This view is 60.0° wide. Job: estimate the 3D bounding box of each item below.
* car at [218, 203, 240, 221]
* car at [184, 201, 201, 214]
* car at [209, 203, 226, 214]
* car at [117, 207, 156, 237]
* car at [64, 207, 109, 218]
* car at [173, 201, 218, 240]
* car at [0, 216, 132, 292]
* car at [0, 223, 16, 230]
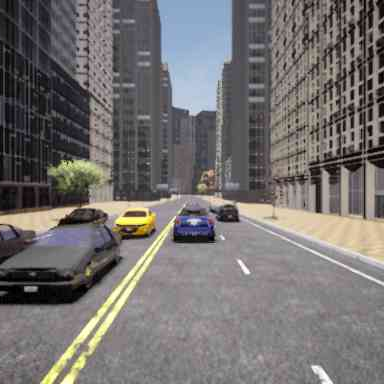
[{"bbox_3d":[3.250,1.851,30.756,1.837,1.490,4.892,0,0,0],"label":"car"},{"bbox_3d":[0.086,1.971,43.284,2.128,1.511,4.902,0,-1,0],"label":"car"},{"bbox_3d":[3.278,2.085,43.643,1.895,1.301,4.718,0,-1,1],"label":"car"},{"bbox_3d":[-3.252,1.701,19.774,1.882,1.535,5.008,0,-1,0],"label":"car"},{"bbox_3d":[-6.502,1.707,20.407,1.882,1.535,5.008,0,-1,0],"label":"car"},{"bbox_3d":[0.100,1.560,18.399,2.097,1.767,4.553,0,-1,0],"label":"car"},{"bbox_3d":[-3.327,1.656,9.557,2.033,1.411,5.357,0,-1,0],"label":"car"},{"bbox_3d":[-6.577,1.661,10.037,2.033,1.411,5.357,0,-1,0],"label":"car"}]
